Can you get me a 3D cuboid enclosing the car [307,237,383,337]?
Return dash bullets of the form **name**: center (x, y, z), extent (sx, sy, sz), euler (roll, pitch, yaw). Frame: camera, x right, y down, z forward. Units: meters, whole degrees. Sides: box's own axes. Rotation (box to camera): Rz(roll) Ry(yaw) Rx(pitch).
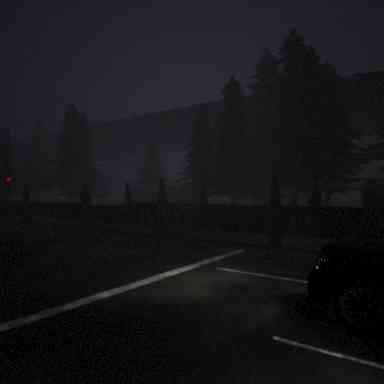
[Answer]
- **car**: center (4.672, 1.221, 4.907), extent (5.566, 2.045, 2.150), euler (0, 0, 38)
